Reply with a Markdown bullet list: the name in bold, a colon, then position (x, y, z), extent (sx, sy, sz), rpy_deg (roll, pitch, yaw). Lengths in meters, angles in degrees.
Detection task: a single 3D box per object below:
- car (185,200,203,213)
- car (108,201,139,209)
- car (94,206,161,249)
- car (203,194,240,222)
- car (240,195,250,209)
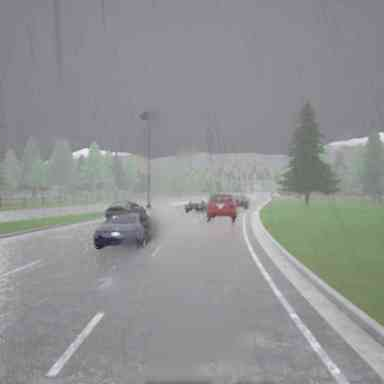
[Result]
- **car**: position (0.703, 1.491, 35.245), extent (1.895, 1.301, 4.718), rpy_deg (0, 0, 13)
- **car**: position (-4.849, 1.439, 24.653), extent (1.837, 1.490, 4.892), rpy_deg (0, 0, 8)
- **car**: position (-2.635, 1.525, 14.349), extent (1.994, 1.385, 4.181), rpy_deg (0, 0, 6)
- **car**: position (2.434, 1.138, 26.100), extent (2.150, 2.045, 5.566), rpy_deg (0, 0, 9)
- **car**: position (6.264, 1.208, 42.824), extent (2.097, 1.767, 4.553), rpy_deg (0, 0, 15)
